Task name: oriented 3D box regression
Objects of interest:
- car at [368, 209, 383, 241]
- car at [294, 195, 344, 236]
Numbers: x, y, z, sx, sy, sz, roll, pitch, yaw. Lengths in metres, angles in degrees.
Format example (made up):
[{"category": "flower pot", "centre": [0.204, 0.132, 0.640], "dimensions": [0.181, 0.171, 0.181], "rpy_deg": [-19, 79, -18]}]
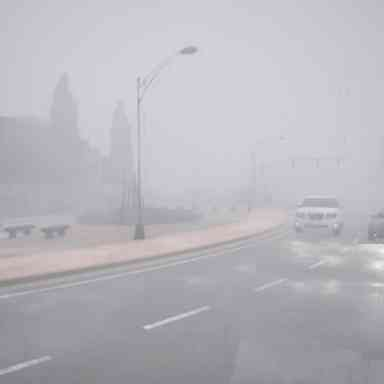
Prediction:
[{"category": "car", "centre": [9.416, 1.508, 15.565], "dimensions": [1.994, 1.385, 4.181], "rpy_deg": [-1, 0, 29]}, {"category": "car", "centre": [7.340, 1.197, 18.905], "dimensions": [2.150, 2.045, 5.566], "rpy_deg": [0, 0, 27]}]
